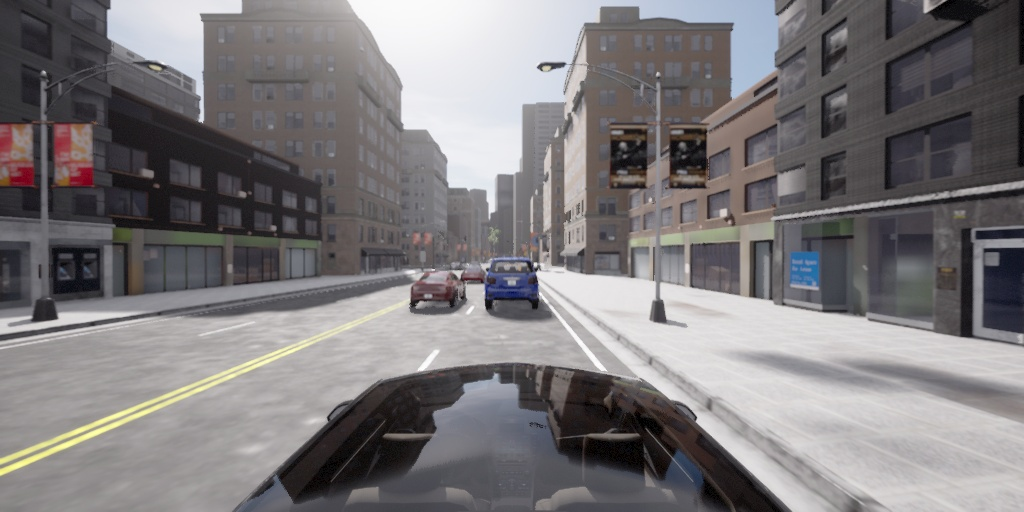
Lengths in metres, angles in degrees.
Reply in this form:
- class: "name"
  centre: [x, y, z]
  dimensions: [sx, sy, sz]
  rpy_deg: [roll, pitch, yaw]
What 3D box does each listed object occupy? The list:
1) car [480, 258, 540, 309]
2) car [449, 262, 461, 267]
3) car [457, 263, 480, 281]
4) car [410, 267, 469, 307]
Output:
- class: "car"
  centre: [-0.003, 1.094, 15.873]
  dimensions: [2.150, 2.045, 5.566]
  rpy_deg: [0, 0, 0]
- class: "car"
  centre: [-9.768, 1.724, 62.289]
  dimensions: [2.128, 1.511, 4.902]
  rpy_deg: [0, -1, 0]
- class: "car"
  centre: [-3.253, 1.567, 31.112]
  dimensions: [1.994, 1.385, 4.181]
  rpy_deg: [0, 0, 0]
- class: "car"
  centre: [-3.250, 1.406, 16.222]
  dimensions: [1.812, 1.442, 4.674]
  rpy_deg: [0, 0, 0]
